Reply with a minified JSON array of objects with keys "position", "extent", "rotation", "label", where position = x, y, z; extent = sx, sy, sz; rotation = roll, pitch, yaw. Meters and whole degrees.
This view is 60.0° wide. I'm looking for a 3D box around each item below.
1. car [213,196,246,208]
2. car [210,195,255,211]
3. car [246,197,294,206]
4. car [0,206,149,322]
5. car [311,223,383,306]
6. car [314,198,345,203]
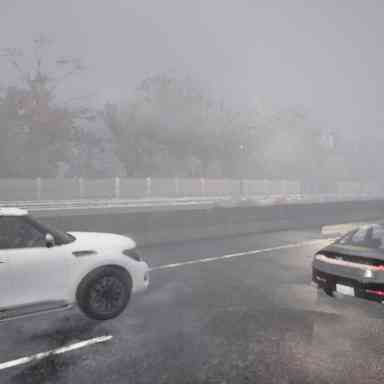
[{"position":[4.856,1.276,33.241],"extent":[5.357,1.411,2.033],"rotation":[-1,0,-35],"label":"car"},{"position":[4.575,1.182,37.333],"extent":[5.008,1.535,1.882],"rotation":[-1,0,-35],"label":"car"},{"position":[7.618,1.244,30.911],"extent":[4.674,1.442,1.812],"rotation":[-1,0,-35],"label":"car"},{"position":[-3.500,1.218,5.551],"extent":[5.566,2.045,2.150],"rotation":[-1,0,-35],"label":"car"},{"position":[4.540,1.401,6.983],"extent":[4.902,1.511,2.128],"rotation":[-1,0,-35],"label":"car"},{"position":[12.378,1.227,30.007],"extent":[5.357,1.411,2.033],"rotation":[-1,0,-35],"label":"car"}]
